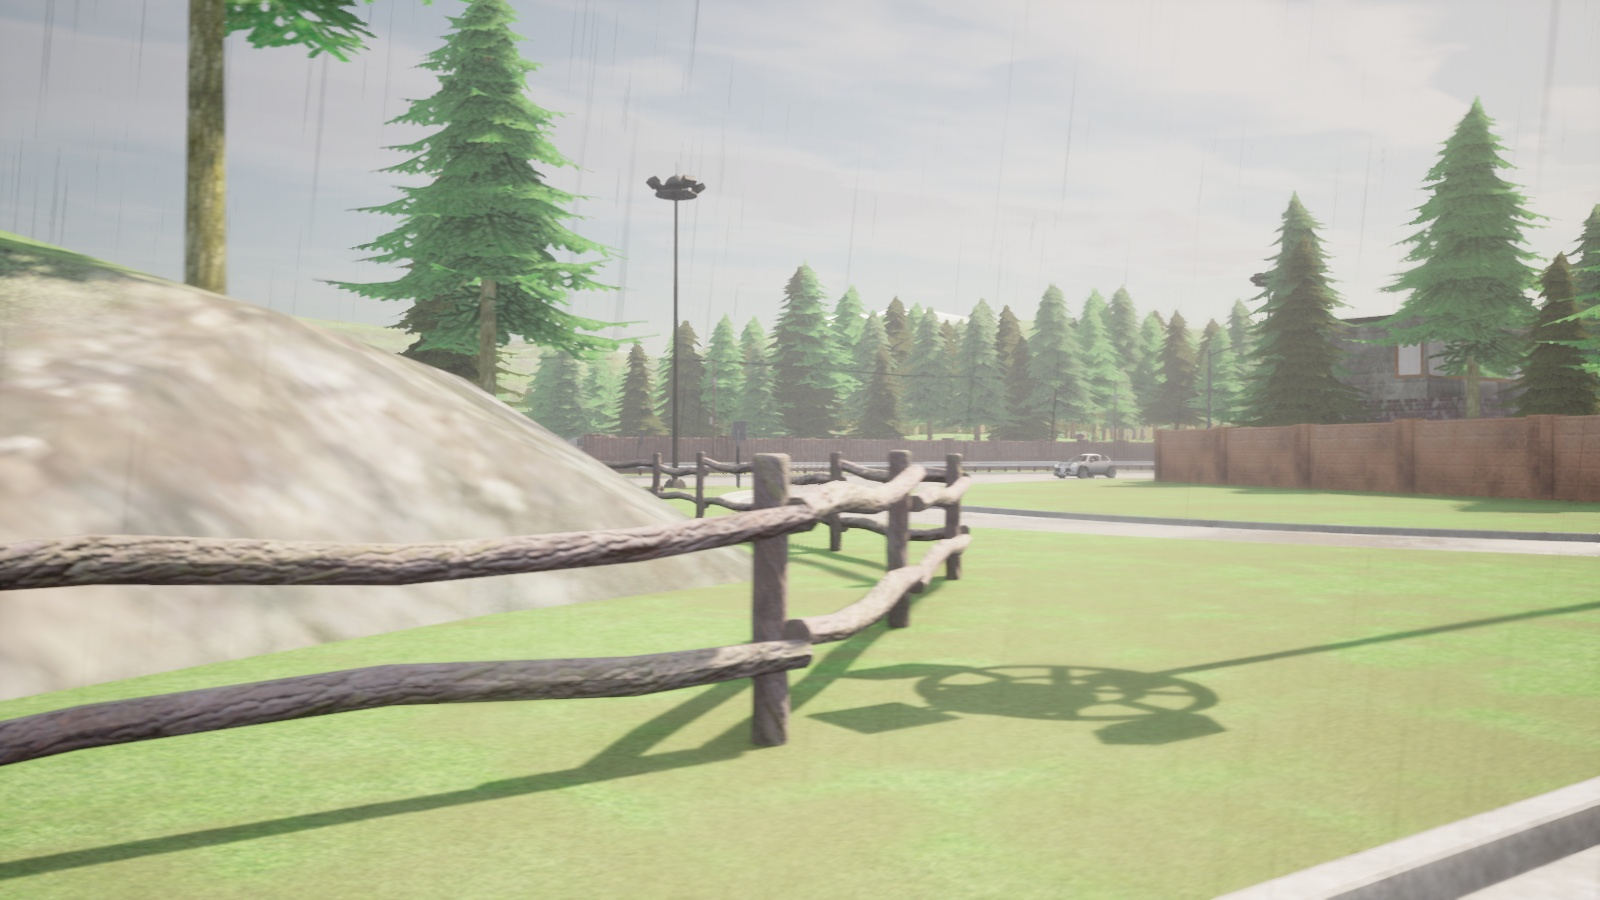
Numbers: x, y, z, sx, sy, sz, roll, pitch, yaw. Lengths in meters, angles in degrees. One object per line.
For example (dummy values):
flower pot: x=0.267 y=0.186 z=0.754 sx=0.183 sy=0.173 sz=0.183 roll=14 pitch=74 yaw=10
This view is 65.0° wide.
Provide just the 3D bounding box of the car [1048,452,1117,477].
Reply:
car: x=16.844 y=0.860 z=74.757 sx=3.806 sy=1.475 sz=1.970 roll=0 pitch=0 yaw=-35
